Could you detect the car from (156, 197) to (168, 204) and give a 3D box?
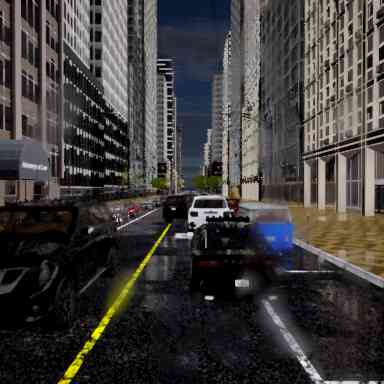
[{"bbox_3d":[-5.753,1.565,64.204,1.802,1.307,4.206,-1,0,0],"label":"car"}]

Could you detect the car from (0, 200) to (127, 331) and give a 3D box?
[{"bbox_3d":[-3.109,1.220,7.199,2.150,2.045,5.566,0,0,0],"label":"car"}]

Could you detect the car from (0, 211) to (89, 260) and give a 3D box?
[{"bbox_3d":[-5.710,1.563,13.051,1.947,1.339,4.313,-1,0,0],"label":"car"}]

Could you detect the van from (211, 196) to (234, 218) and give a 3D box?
[{"bbox_3d":[2.654,1.334,30.109,1.690,1.788,3.998,-1,0,0],"label":"van"}]

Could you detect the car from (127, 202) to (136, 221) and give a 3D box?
[{"bbox_3d":[-5.721,1.545,24.418,2.008,1.369,4.403,-1,0,0],"label":"car"}]

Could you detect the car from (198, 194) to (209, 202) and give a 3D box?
[{"bbox_3d":[2.615,1.295,75.578,2.192,1.841,5.009,-1,0,0],"label":"car"}]

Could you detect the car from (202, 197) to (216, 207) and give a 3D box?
[{"bbox_3d":[2.637,1.538,52.843,2.008,1.369,4.403,-1,0,0],"label":"car"}]

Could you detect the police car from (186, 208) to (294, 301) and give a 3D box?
[{"bbox_3d":[0.891,1.423,8.513,1.930,1.638,5.238,0,0,0],"label":"police car"}]

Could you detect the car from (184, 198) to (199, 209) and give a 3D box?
[{"bbox_3d":[-0.027,1.553,45.684,1.994,1.385,4.181,0,0,1],"label":"car"}]

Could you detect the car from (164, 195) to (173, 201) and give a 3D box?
[{"bbox_3d":[-5.767,1.503,81.085,1.752,1.417,4.829,-1,0,0],"label":"car"}]

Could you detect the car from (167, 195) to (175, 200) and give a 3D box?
[{"bbox_3d":[-5.777,1.539,92.622,1.947,1.339,4.313,-1,0,0],"label":"car"}]

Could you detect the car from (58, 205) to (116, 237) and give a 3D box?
[{"bbox_3d":[-5.715,1.540,18.735,1.887,1.381,4.507,-1,0,0],"label":"car"}]

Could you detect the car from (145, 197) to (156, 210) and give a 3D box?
[{"bbox_3d":[-5.735,1.541,41.469,2.008,1.369,4.403,-1,0,0],"label":"car"}]

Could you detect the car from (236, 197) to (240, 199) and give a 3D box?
[{"bbox_3d":[2.658,1.309,24.425,2.192,1.841,5.009,-1,0,0],"label":"car"}]

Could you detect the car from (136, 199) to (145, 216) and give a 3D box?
[{"bbox_3d":[-5.725,1.575,30.102,1.802,1.307,4.206,-1,0,0],"label":"car"}]

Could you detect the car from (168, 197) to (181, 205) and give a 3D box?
[{"bbox_3d":[-3.049,1.586,58.719,1.895,1.301,4.718,0,0,0],"label":"car"}]

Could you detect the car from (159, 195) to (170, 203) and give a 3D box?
[{"bbox_3d":[-5.759,1.422,69.887,1.967,1.590,4.097,-1,0,0],"label":"car"}]

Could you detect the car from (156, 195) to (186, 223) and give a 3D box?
[{"bbox_3d":[-0.165,1.214,24.787,2.150,2.045,5.566,-1,0,24],"label":"car"}]

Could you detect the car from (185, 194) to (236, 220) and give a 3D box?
[{"bbox_3d":[0.883,1.220,18.434,2.150,2.045,5.566,0,0,0],"label":"car"}]

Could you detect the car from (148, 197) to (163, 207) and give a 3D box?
[{"bbox_3d":[-5.744,1.538,52.836,2.008,1.369,4.403,-1,0,0],"label":"car"}]

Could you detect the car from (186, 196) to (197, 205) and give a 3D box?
[{"bbox_3d":[-0.052,1.511,59.413,1.812,1.442,4.674,0,0,0],"label":"car"}]

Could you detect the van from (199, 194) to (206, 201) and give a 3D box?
[{"bbox_3d":[2.606,1.317,86.946,1.690,1.788,3.998,-1,0,0],"label":"van"}]

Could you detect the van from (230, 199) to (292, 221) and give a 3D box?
[{"bbox_3d":[2.668,1.338,13.058,1.690,1.788,3.998,-1,0,0],"label":"van"}]

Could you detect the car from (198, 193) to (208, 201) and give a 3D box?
[{"bbox_3d":[2.611,1.293,81.262,2.192,1.841,5.009,-1,0,0],"label":"car"}]
